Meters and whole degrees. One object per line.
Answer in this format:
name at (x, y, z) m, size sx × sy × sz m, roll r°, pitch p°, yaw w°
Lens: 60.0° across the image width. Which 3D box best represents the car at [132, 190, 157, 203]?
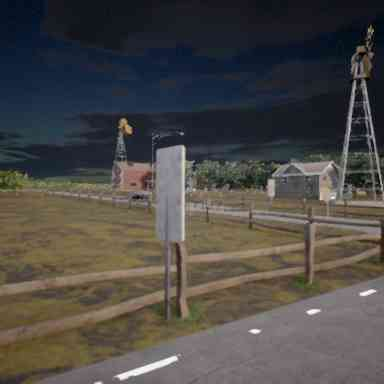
car at (-5.850, 0.531, 41.835) m, size 1.882 × 1.535 × 5.008 m, roll 0°, pitch 2°, yaw -36°
